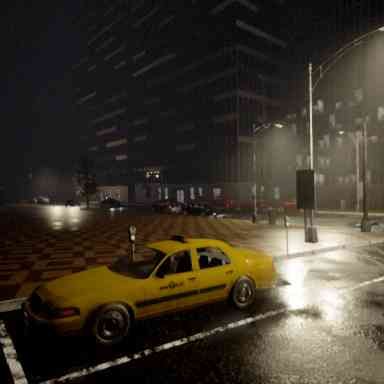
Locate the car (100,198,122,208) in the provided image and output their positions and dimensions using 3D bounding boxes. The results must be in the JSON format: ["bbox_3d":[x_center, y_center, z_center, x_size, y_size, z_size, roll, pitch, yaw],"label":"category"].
[{"bbox_3d":[-13.270,1.811,54.258,1.837,1.490,4.892,-2,0,-41],"label":"car"}]

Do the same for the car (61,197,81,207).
[{"bbox_3d":[-21.348,1.992,59.510,1.802,1.307,4.206,-2,1,-41],"label":"car"}]

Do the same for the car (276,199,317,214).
[{"bbox_3d":[10.841,1.447,35.029,1.967,1.590,4.097,-2,1,-41],"label":"car"}]

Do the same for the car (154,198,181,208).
[{"bbox_3d":[-3.921,1.703,52.140,1.947,1.339,4.313,-2,1,-41],"label":"car"}]

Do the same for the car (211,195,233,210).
[{"bbox_3d":[3.454,1.388,43.579,2.192,1.841,5.009,-2,1,-41],"label":"car"}]

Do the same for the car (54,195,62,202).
[{"bbox_3d":[-33.446,1.933,86.362,1.887,1.381,4.507,-2,1,-41],"label":"car"}]

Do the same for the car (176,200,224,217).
[{"bbox_3d":[0.758,1.783,33.877,1.947,1.339,4.313,-2,1,-41],"label":"car"}]

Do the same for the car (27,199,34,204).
[{"bbox_3d":[-35.977,2.059,76.468,1.752,1.417,4.829,-2,1,-41],"label":"car"}]

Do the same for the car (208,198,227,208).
[{"bbox_3d":[1.018,1.725,37.549,2.033,1.411,5.357,-2,1,-41],"label":"car"}]

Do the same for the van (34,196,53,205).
[{"bbox_3d":[-32.407,1.845,72.323,1.690,1.788,3.998,-2,1,-41],"label":"van"}]

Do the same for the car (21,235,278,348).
[{"bbox_3d":[-0.465,1.523,6.244,4.829,1.417,1.752,0,-1,-35],"label":"car"}]

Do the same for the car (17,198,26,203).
[{"bbox_3d":[-43.346,2.120,85.012,1.752,1.417,4.829,-2,1,-41],"label":"car"}]

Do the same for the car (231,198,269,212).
[{"bbox_3d":[7.152,1.622,39.307,1.802,1.307,4.206,-2,1,-41],"label":"car"}]

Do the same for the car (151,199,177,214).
[{"bbox_3d":[-2.929,1.690,38.147,1.967,1.590,4.097,-2,1,-41],"label":"car"}]
